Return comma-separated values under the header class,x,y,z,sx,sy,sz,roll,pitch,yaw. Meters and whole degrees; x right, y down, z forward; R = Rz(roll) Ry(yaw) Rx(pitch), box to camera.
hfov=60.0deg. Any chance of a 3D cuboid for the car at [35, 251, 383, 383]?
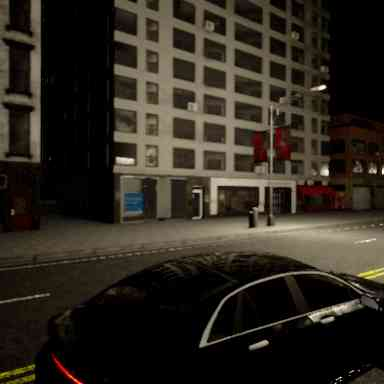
class,x,y,z,sx,sy,sz,roll,pitch,yaw
car,0.813,1.505,4.018,4.892,1.490,1.837,0,0,-36
